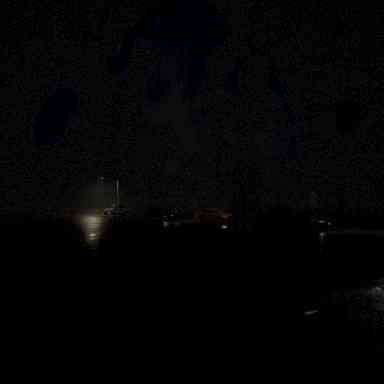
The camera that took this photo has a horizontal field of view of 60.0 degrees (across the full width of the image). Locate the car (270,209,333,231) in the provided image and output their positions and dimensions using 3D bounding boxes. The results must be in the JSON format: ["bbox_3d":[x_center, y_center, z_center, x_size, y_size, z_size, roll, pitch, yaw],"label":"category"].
[{"bbox_3d":[8.135,2.045,25.050,1.837,1.490,4.892,1,-3,-35],"label":"car"}]

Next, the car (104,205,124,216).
[{"bbox_3d":[-14.540,3.413,62.008,2.150,2.045,5.566,1,-3,-36],"label":"car"}]

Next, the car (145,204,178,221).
[{"bbox_3d":[-3.925,2.524,42.046,2.150,2.045,5.566,1,-3,-35],"label":"car"}]

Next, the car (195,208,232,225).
[{"bbox_3d":[2.325,2.384,33.251,1.882,1.535,5.008,1,-3,-36],"label":"car"}]
